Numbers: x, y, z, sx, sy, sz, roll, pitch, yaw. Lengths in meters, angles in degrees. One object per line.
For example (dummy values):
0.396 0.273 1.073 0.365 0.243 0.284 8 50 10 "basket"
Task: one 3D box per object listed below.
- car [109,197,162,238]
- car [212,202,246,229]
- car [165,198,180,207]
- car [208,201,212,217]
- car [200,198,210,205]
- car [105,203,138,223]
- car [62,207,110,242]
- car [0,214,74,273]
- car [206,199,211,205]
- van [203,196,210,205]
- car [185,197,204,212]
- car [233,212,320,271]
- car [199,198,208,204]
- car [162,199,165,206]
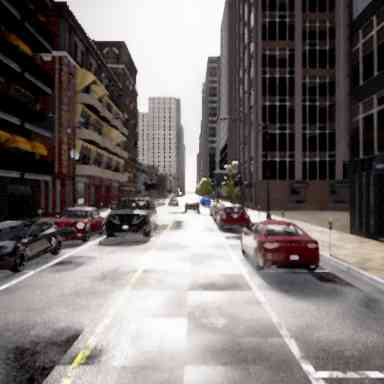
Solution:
-3.125 1.303 18.375 2.150 2.045 5.566 0 0 0 "car"
2.658 1.539 22.262 1.967 1.590 4.097 0 0 0 "car"
-3.137 1.835 57.129 1.812 1.442 4.674 0 0 0 "car"
2.650 1.675 27.924 1.887 1.381 4.507 0 0 0 "car"
2.592 1.903 67.739 1.752 1.417 4.829 0 0 0 "car"
-5.729 1.655 27.742 1.752 1.417 4.829 0 0 0 "car"
-5.713 1.513 16.585 1.967 1.590 4.097 0 0 0 "car"
-5.705 1.613 10.923 1.947 1.339 4.313 0 0 0 "car"
2.642 1.690 33.756 1.752 1.417 4.829 0 0 0 "car"
2.601 1.680 61.906 1.690 1.788 3.998 0 0 0 "van"
0.042 1.705 41.555 2.128 1.511 4.902 0 0 0 "car"
2.675 1.592 10.936 1.887 1.381 4.507 0 0 0 "car"
2.584 1.997 73.231 1.802 1.307 4.206 0 0 0 "car"
-5.779 1.864 61.723 1.752 1.417 4.829 0 0 0 "car"
